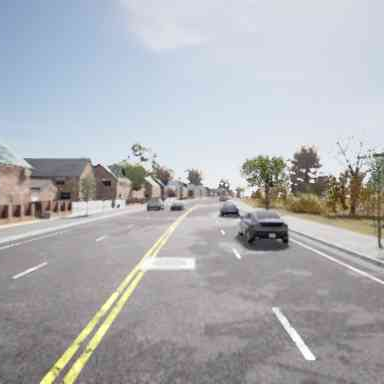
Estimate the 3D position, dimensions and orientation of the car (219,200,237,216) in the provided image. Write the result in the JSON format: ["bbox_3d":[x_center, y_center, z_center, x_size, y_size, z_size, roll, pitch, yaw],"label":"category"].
[{"bbox_3d":[4.146,1.899,37.148,1.994,1.385,4.181,0,0,2],"label":"car"}]

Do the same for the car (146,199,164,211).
[{"bbox_3d":[-5.276,1.782,47.948,2.097,1.767,4.553,0,-1,3],"label":"car"}]

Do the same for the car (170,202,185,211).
[{"bbox_3d":[-2.045,2.028,47.613,1.895,1.301,4.718,0,-1,3],"label":"car"}]

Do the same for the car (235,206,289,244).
[{"bbox_3d":[3.529,1.661,16.860,1.837,1.490,4.892,0,0,1],"label":"car"}]
